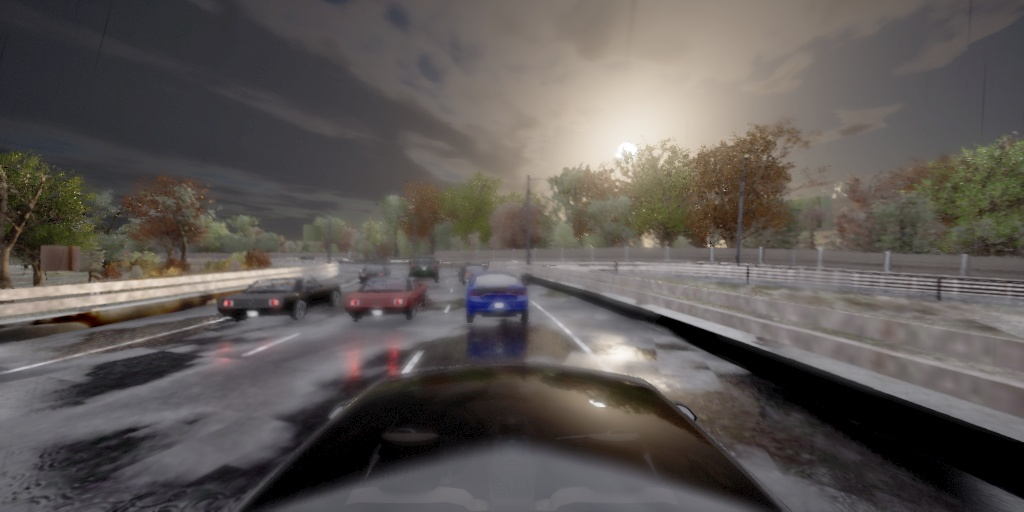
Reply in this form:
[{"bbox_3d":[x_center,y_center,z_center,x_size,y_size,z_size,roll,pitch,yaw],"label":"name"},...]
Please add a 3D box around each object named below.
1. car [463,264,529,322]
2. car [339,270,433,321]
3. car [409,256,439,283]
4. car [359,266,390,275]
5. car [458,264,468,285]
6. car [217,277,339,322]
[{"bbox_3d":[-0.605,1.224,12.413,1.882,1.535,5.008,0,0,-6],"label":"car"},{"bbox_3d":[-4.136,1.364,12.614,1.895,1.301,4.718,0,0,-6],"label":"car"},{"bbox_3d":[-6.958,0.990,28.436,2.150,2.045,5.566,0,0,-14],"label":"car"},{"bbox_3d":[-10.325,1.384,27.452,1.895,1.301,4.718,0,0,-14],"label":"car"},{"bbox_3d":[-2.913,1.296,26.550,2.033,1.411,5.357,0,0,-13],"label":"car"},{"bbox_3d":[-7.633,1.381,12.470,1.895,1.301,4.718,0,0,-6],"label":"car"}]
